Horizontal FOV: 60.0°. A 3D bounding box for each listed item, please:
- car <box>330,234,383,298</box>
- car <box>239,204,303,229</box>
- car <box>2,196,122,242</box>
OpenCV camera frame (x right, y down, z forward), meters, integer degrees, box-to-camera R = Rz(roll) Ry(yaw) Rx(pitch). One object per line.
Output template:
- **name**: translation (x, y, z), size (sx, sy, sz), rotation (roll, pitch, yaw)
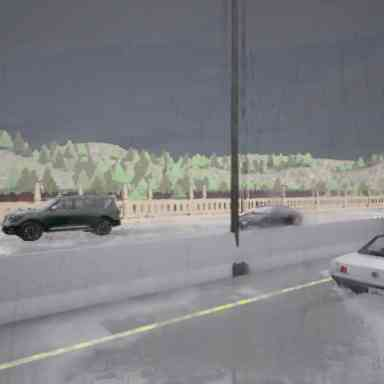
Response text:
- **car**: translation (5.258, 1.584, 7.504), size (4.718, 1.301, 1.895), rotation (0, 0, -36)
- **car**: translation (4.893, 1.499, 20.374), size (4.674, 1.442, 1.812), rotation (0, 0, -35)
- **car**: translation (-6.312, 1.211, 16.687), size (5.566, 2.045, 2.150), rotation (0, 0, -35)
